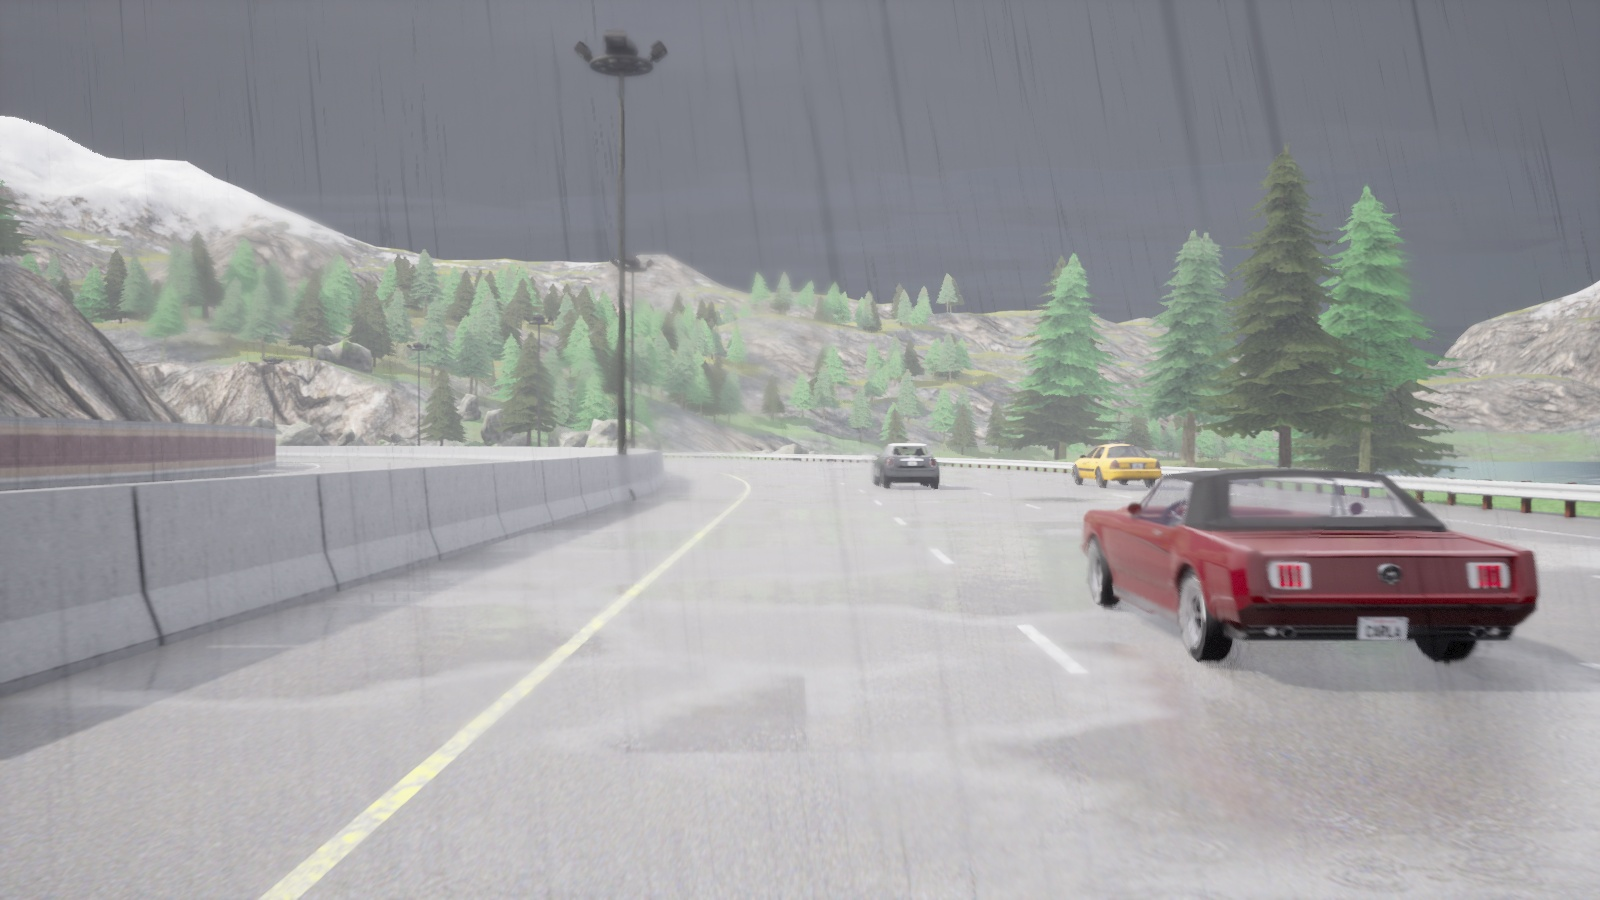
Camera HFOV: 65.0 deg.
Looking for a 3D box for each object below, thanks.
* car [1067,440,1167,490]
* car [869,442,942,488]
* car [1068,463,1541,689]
[{"bbox_3d":[10.532,0.456,42.106,1.801,1.575,5.366,0,0,-2],"label":"car"},{"bbox_3d":[3.507,0.476,42.251,1.970,1.475,3.806,0,0,-3],"label":"car"},{"bbox_3d":[3.572,0.793,10.008,1.895,1.301,4.718,0,0,0],"label":"car"}]
